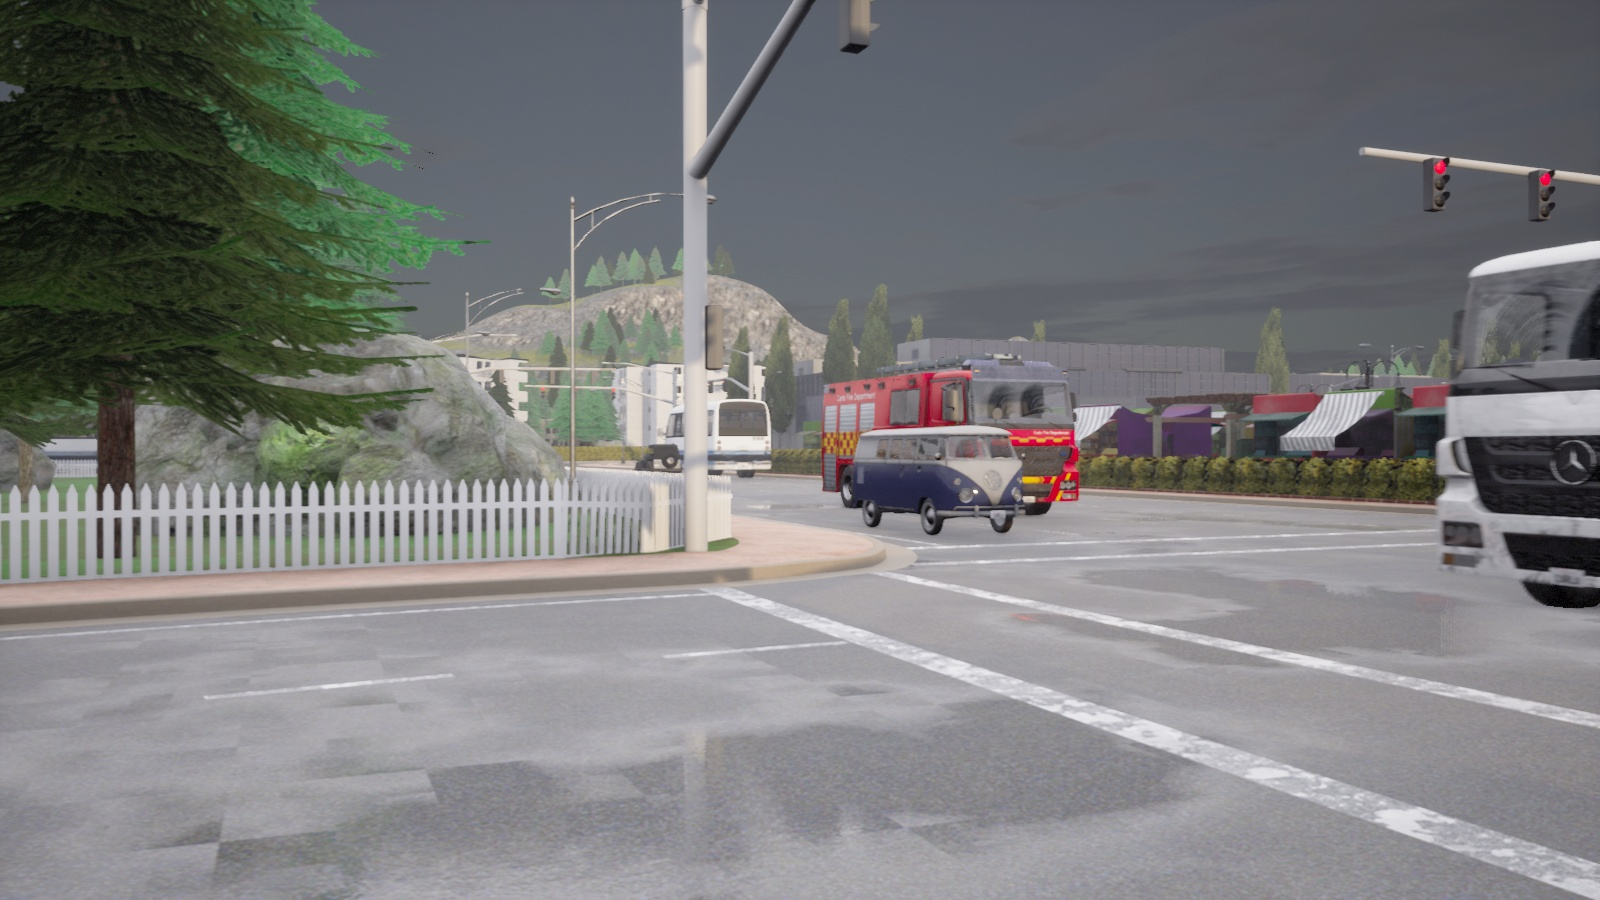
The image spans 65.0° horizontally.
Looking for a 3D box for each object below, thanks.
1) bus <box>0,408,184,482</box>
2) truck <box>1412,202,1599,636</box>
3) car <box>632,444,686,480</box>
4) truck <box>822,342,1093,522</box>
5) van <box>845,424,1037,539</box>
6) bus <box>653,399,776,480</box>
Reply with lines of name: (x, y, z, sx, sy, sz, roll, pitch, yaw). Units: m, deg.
bus: (-42.825, -0.302, 75.287, 10.273, 4.253, 3.944, 0, 0, -21)
truck: (9.917, -0.255, 11.844, 7.936, 3.462, 2.891, 0, 0, -22)
car: (-7.701, 0.653, 68.383, 1.905, 1.878, 3.866, 0, 0, -22)
truck: (3.538, -0.382, 31.120, 2.891, 3.827, 8.468, 0, 0, -22)
van: (2.579, 0.541, 24.149, 1.775, 1.987, 4.442, 0, 0, -22)
bus: (-5.042, -0.536, 71.129, 3.944, 4.253, 10.273, 0, 0, -22)
